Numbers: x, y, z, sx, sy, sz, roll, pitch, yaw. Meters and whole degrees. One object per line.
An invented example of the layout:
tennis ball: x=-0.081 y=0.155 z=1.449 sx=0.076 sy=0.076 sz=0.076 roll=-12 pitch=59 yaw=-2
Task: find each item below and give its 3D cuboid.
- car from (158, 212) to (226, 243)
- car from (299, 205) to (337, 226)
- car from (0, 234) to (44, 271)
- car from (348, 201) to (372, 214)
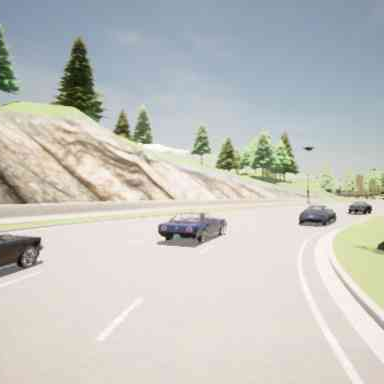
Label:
car: x=0.208 y=1.623 z=16.309 sx=1.895 sy=1.301 sz=4.718 roll=1 pitch=0 yaw=22
car: x=9.547 y=1.701 z=25.135 sx=1.994 sy=1.385 sz=4.181 roll=1 pitch=0 yaw=34
car: x=-5.858 y=1.546 z=8.276 sx=1.895 sy=1.301 sz=4.718 roll=1 pitch=0 yaw=11
car: x=19.830 y=1.816 z=39.233 sx=2.033 sy=1.411 sz=5.357 roll=1 pitch=0 yaw=37
